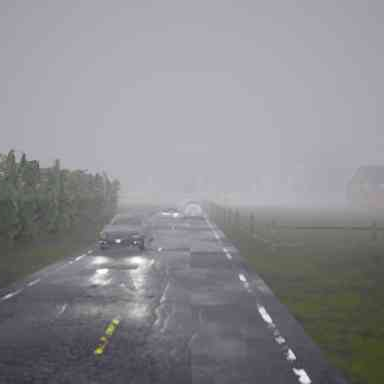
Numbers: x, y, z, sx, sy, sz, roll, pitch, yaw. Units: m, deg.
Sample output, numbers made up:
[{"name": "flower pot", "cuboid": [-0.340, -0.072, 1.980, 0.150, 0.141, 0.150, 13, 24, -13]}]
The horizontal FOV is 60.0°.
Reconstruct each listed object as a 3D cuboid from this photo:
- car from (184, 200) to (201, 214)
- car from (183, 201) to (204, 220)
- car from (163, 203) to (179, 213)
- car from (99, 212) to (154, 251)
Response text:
[{"name": "car", "cuboid": [0.131, 1.898, 43.388, 2.097, 1.767, 4.553, 0, -1, 1]}, {"name": "car", "cuboid": [0.129, 1.948, 32.993, 1.812, 1.442, 4.674, 0, -1, 0]}, {"name": "car", "cuboid": [-2.799, 2.132, 45.202, 1.994, 1.385, 4.181, 0, -1, 0]}, {"name": "car", "cuboid": [-2.834, 1.707, 15.258, 1.837, 1.490, 4.892, 0, -1, 0]}]
